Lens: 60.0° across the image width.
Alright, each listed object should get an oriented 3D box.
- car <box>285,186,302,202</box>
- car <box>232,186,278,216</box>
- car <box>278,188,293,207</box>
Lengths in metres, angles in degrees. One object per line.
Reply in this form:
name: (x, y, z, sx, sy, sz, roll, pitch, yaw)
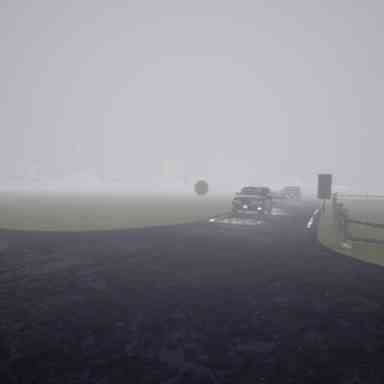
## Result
car: (13.392, 0.227, 44.746, 2.150, 2.045, 5.566, 2, 2, 25)
car: (4.663, 0.593, 24.907, 2.150, 2.045, 5.566, 2, 2, 23)
car: (8.738, 0.684, 34.457, 2.128, 1.511, 4.902, 2, 2, 24)
